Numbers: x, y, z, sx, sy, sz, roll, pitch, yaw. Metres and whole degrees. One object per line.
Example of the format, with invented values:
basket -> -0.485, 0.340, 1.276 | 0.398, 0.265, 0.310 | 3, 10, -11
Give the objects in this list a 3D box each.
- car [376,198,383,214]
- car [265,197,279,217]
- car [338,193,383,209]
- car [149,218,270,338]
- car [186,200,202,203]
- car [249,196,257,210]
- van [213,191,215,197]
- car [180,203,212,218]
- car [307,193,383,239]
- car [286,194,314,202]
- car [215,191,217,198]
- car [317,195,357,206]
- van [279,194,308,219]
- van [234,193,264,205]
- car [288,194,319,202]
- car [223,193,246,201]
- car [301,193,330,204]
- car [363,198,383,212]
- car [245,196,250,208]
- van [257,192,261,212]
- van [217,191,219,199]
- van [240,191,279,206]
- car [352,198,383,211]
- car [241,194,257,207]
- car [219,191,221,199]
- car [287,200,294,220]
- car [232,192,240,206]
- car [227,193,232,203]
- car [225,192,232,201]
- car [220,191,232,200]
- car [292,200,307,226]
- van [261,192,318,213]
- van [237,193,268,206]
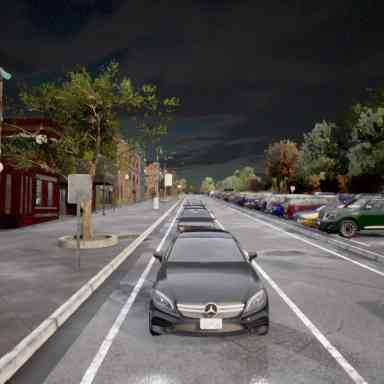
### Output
car -> 22.426, 1.444, 34.657 | 5.366, 1.575, 1.946 | 0, 0, 0
car -> 9.200, 1.460, 28.252 | 5.008, 1.535, 2.097 | 0, 0, 0
car -> 22.155, 1.153, 42.983 | 5.566, 2.045, 2.435 | 0, 0, 0
car -> 0.254, 1.524, 6.834 | 1.812, 1.442, 4.674 | 0, 0, 0
car -> 0.225, 1.442, 29.861 | 2.128, 1.511, 4.902 | 0, 0, 0
car -> 9.176, 1.470, 36.664 | 4.792, 1.488, 2.163 | 0, 0, 0
van -> 8.662, 0.764, 89.927 | 4.442, 1.987, 1.878 | 0, 1, 0
car -> 0.196, 1.532, 17.413 | 2.033, 1.411, 5.357 | 0, 0, 0
car -> 9.255, 1.221, 17.038 | 5.566, 2.045, 2.435 | 0, 0, 0
car -> 22.016, 1.188, 67.967 | 4.892, 1.521, 2.231 | 0, 1, 0
car -> 8.831, 1.065, 81.521 | 5.008, 1.535, 2.097 | 0, 1, 0
car -> 22.312, 1.333, 51.314 | 5.366, 1.575, 1.946 | 0, 1, 0
van -> 9.342, 1.237, 25.449 | 4.442, 1.987, 1.878 | 0, 0, 0
van -> 9.147, 1.089, 53.489 | 4.442, 1.987, 1.878 | 0, 1, 0
car -> 21.844, 1.209, 65.190 | 5.366, 1.575, 1.946 | 0, 0, 0
car -> 8.883, 1.039, 70.307 | 4.553, 1.767, 2.185 | 0, 1, 0
car -> 22.099, 1.136, 59.640 | 4.553, 1.767, 2.185 | 0, 1, 0
car -> 22.192, 1.469, 37.427 | 4.792, 1.488, 2.163 | 0, 0, 0
car -> 9.125, 1.466, 39.472 | 4.674, 1.452, 2.002 | 0, 0, 0
van -> 9.283, 1.222, 33.861 | 4.442, 1.987, 1.878 | 0, 0, 0
van -> 8.739, 0.864, 78.715 | 4.442, 1.987, 1.878 | 0, 1, 0
van -> 9.205, 1.163, 45.081 | 4.442, 1.987, 1.878 | 0, 0, 0
car -> 22.231, 1.452, 40.211 | 4.792, 1.488, 2.163 | 0, 0, 0
car -> 9.115, 1.409, 42.274 | 4.892, 1.521, 2.231 | 0, 0, 0
car -> 8.905, 0.938, 67.503 | 5.566, 2.045, 2.435 | 0, 1, 0
car -> 9.247, 1.506, 22.645 | 4.674, 1.452, 2.002 | 0, 0, 0
car -> 9.041, 1.113, 47.880 | 5.566, 2.045, 2.435 | 0, 1, 0
car -> 9.005, 1.291, 56.293 | 4.892, 1.521, 2.231 | 0, 1, 0
car -> 8.970, 1.280, 61.899 | 4.674, 1.452, 2.002 | 0, 1, 0
car -> 8.924, 0.963, 64.700 | 5.566, 2.045, 2.435 | 0, 1, 0
car -> 9.078, 1.466, 19.841 | 5.366, 1.575, 1.946 | 0, 0, 0
van -> 9.069, 1.230, 31.058 | 4.442, 1.987, 1.878 | 0, 0, 0
van -> 9.167, 1.114, 50.685 | 4.442, 1.987, 1.878 | 0, 1, 0
